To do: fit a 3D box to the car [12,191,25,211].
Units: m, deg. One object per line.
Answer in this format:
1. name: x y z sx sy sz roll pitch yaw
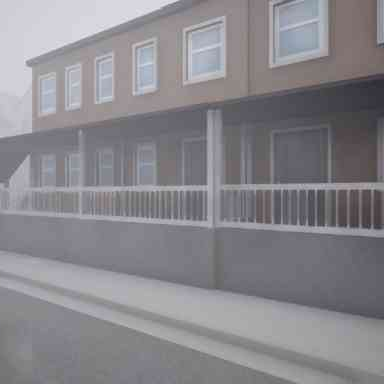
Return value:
1. car: -13.927 0.398 29.050 1.812 1.442 4.674 0 20 34
